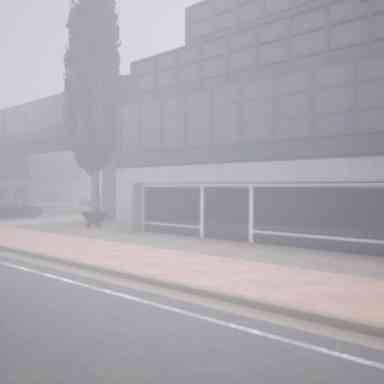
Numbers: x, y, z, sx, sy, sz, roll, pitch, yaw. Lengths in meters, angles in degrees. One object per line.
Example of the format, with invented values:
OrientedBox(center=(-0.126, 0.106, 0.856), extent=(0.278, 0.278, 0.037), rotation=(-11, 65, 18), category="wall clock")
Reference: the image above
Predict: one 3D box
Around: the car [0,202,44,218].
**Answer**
OrientedBox(center=(-13.680, 1.376, 24.869), extent=(1.895, 1.301, 4.718), rotation=(1, 0, 37), category="car")

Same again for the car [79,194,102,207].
OrientedBox(center=(-12.671, 1.036, 44.001), extent=(2.097, 1.767, 4.553), rotation=(1, 0, 36), category="car")
